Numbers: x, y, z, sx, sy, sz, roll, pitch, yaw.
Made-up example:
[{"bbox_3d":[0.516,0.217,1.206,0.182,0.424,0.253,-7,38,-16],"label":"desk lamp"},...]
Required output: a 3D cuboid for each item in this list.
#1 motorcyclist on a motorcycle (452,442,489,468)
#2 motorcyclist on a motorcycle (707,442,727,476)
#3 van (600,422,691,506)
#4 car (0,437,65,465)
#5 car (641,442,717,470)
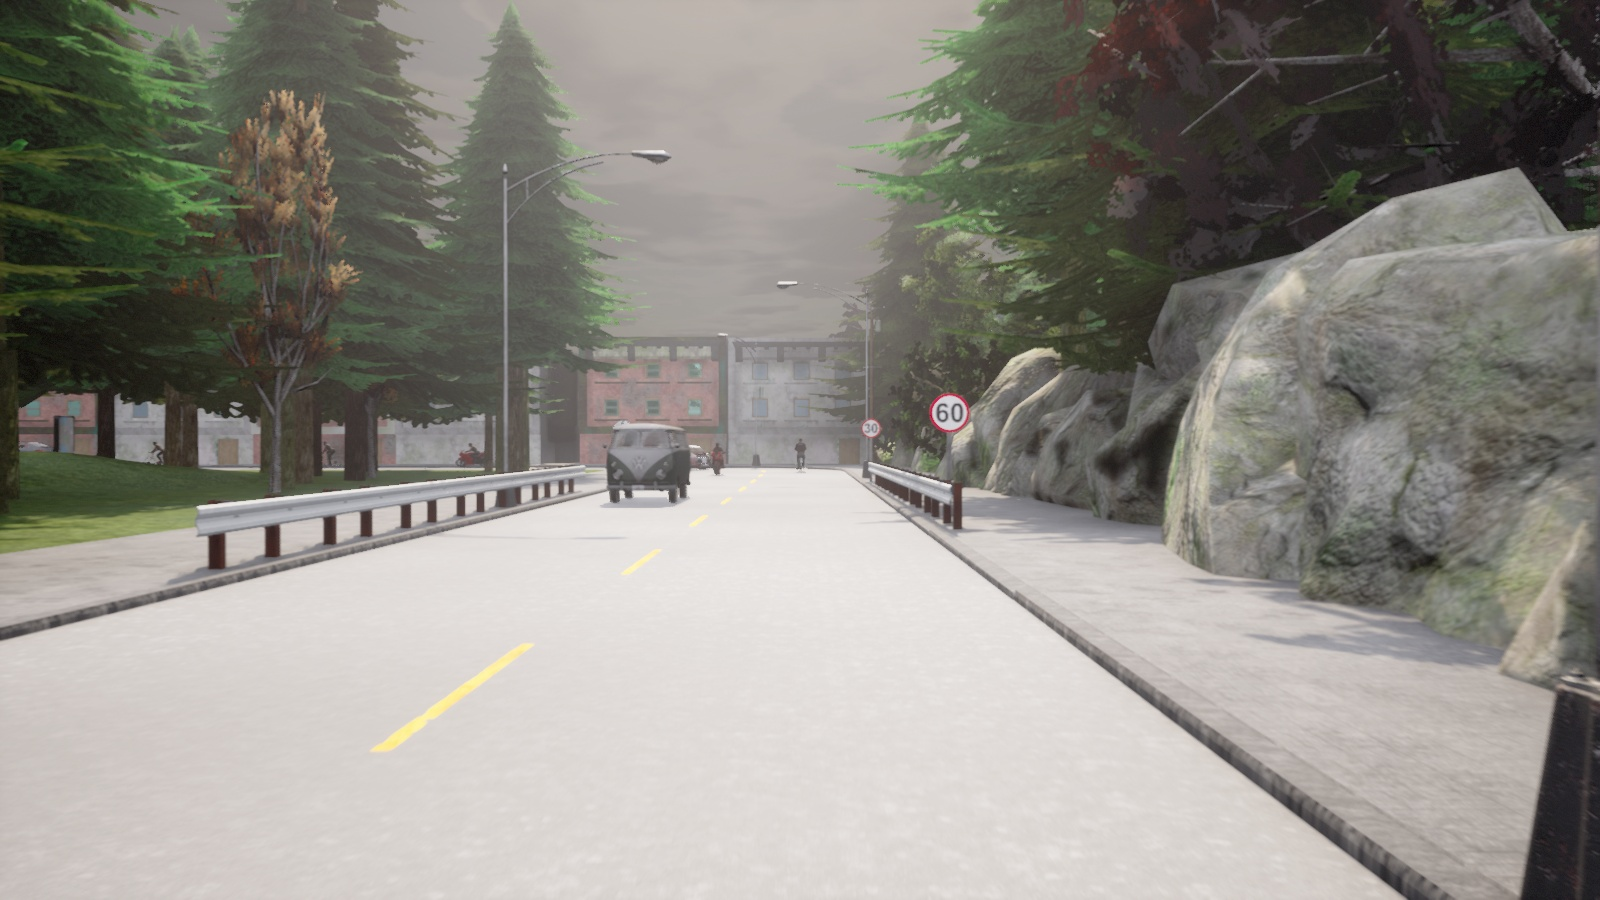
[{"bbox_3d":[-19.779,0.288,75.436,2.044,1.523,0.797,0,0,0],"label":"motorcyclist on a motorcycle"},{"bbox_3d":[-3.790,0.401,57.523,0.797,1.523,2.044,0,0,0],"label":"motorcyclist on a motorcycle"},{"bbox_3d":[-3.857,0.316,32.050,1.775,1.987,4.442,0,0,0],"label":"van"},{"bbox_3d":[-47.417,0.061,75.629,5.027,1.651,2.152,0,0,0],"label":"car"},{"bbox_3d":[-6.691,0.318,69.229,3.806,1.475,1.970,0,0,34],"label":"car"}]
